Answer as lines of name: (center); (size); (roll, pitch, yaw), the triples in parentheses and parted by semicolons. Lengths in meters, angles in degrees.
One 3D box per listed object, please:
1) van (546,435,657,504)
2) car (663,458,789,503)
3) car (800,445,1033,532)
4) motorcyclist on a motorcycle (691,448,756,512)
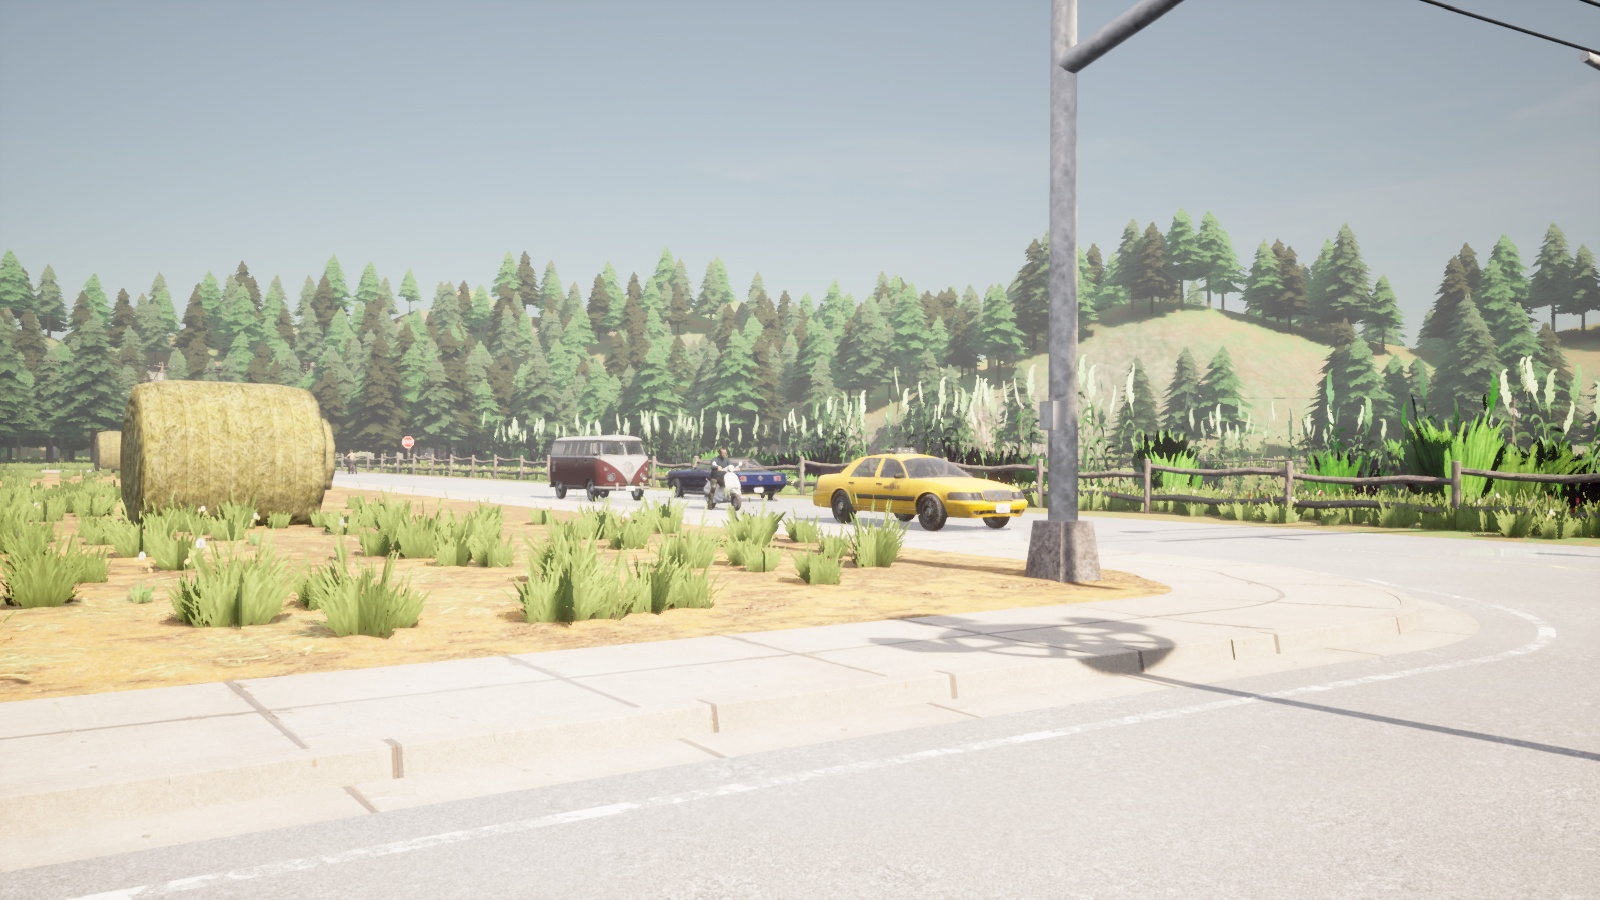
van: (-6.201, 0.571, 38.757); (1.775, 1.987, 4.442); (0, 0, -32)
car: (-2.401, 0.912, 39.291); (1.895, 1.301, 4.718); (0, 0, -32)
car: (2.192, 0.706, 25.414); (1.801, 1.575, 5.366); (0, 0, -32)
motorcyclist on a motorcycle: (-1.965, 0.746, 32.029); (0.866, 1.590, 1.817); (0, 0, -32)
